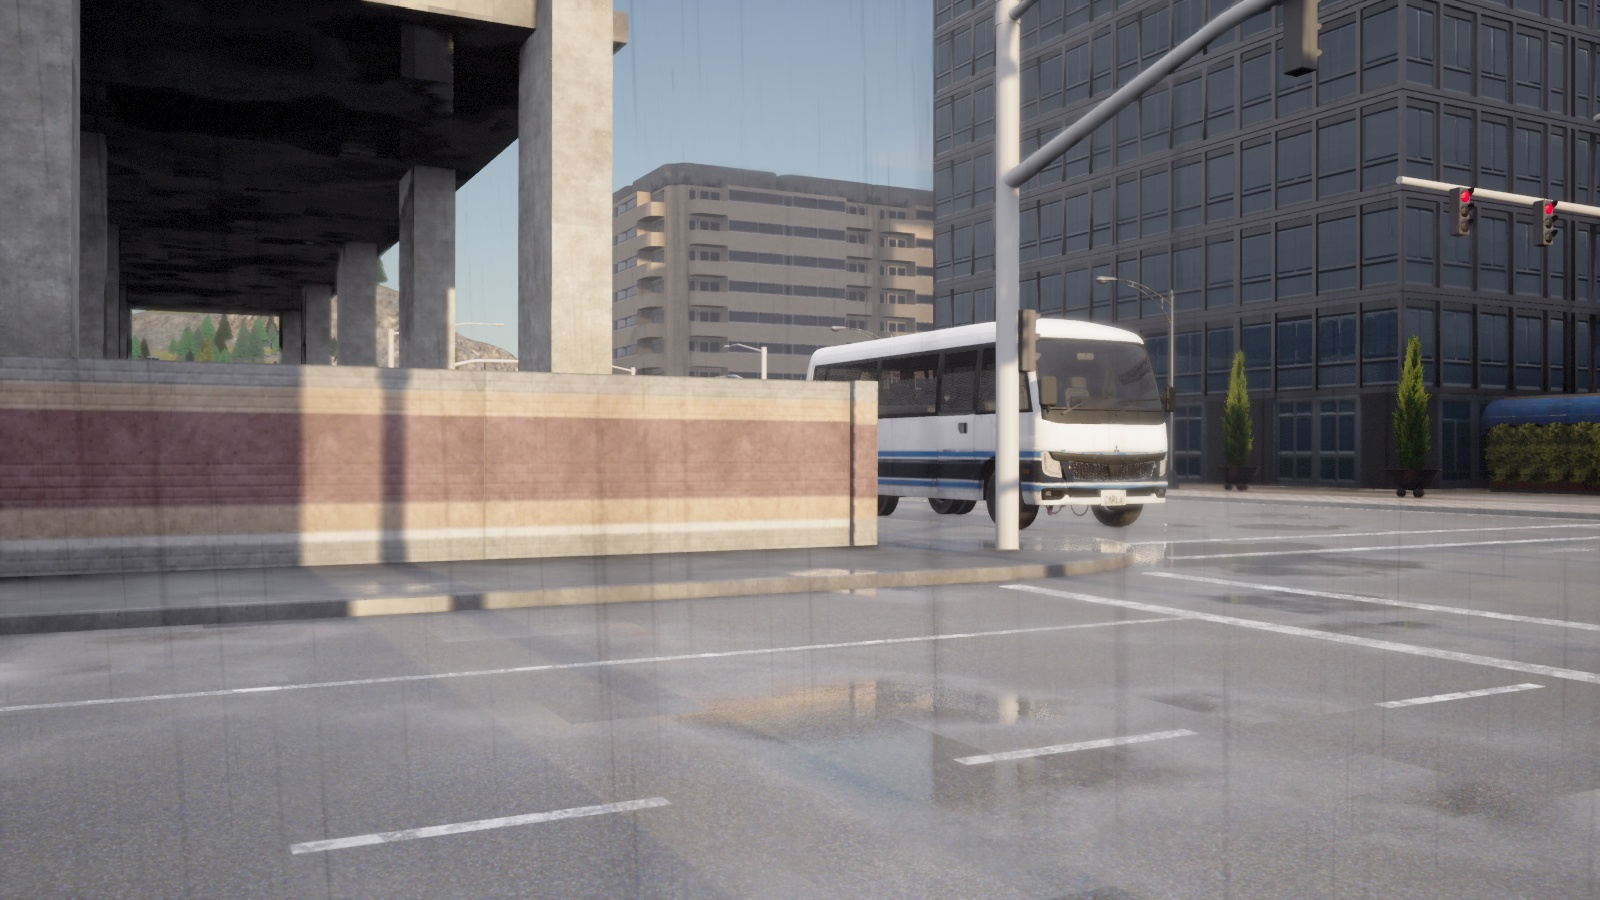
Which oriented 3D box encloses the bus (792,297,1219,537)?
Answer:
[{"bbox_3d":[3.924,-0.572,27.768,3.944,4.253,10.273,0,0,-27],"label":"bus"}]
